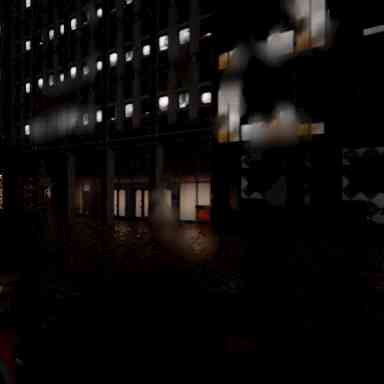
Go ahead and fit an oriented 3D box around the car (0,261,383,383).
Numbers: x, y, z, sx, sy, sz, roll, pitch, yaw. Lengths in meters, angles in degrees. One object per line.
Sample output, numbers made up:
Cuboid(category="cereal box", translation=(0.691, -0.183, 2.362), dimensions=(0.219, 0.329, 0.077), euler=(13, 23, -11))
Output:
Cuboid(category="car", translation=(-0.262, 1.444, 3.053), dimensions=(4.097, 1.590, 1.967), euler=(0, 0, 36))
